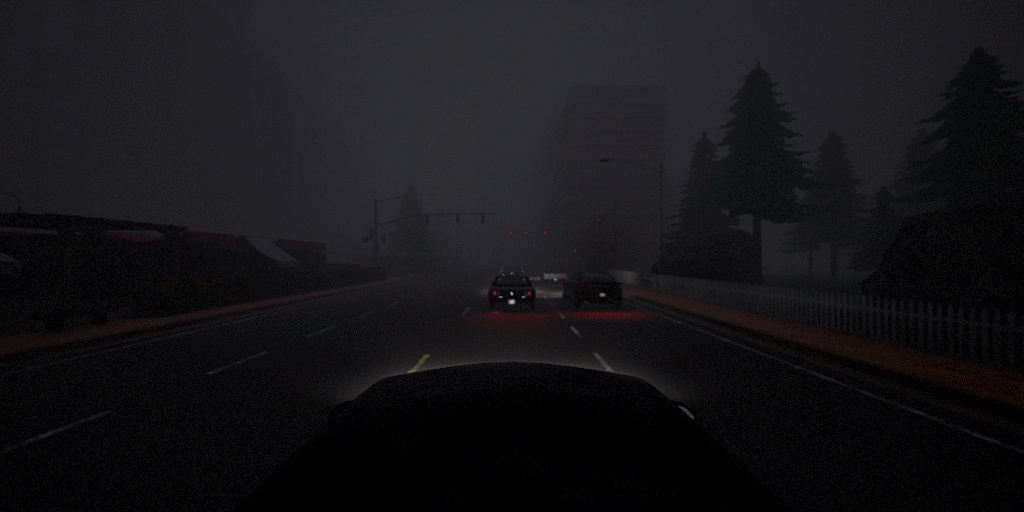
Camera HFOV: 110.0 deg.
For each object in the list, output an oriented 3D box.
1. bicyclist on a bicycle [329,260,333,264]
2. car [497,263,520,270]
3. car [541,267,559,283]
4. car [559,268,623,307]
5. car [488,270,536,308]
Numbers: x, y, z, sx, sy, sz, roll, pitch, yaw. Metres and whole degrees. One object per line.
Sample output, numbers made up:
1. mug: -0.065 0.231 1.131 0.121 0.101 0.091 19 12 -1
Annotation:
1. bicyclist on a bicycle: -27.897 1.494 55.147 0.582 1.620 1.656 0 0 0
2. car: -0.004 1.569 30.827 2.033 1.411 5.357 0 -1 0
3. car: 3.501 1.623 30.945 1.895 1.301 4.718 0 0 0
4. car: 3.505 1.364 16.315 1.882 1.535 5.008 0 0 0
5. car: -0.001 1.483 15.944 1.895 1.301 4.718 0 0 0
